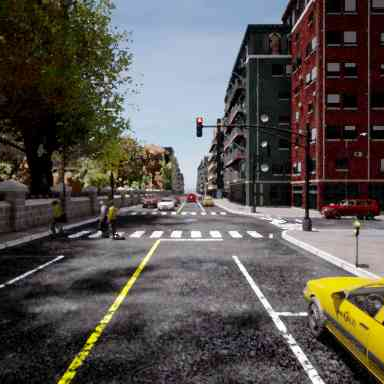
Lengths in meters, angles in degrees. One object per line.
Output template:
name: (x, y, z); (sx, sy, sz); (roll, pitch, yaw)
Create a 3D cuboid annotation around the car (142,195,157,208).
car: (-5.794, 1.324, 47.091); (2.192, 1.841, 5.009); (0, 0, 0)

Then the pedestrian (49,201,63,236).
pedestrian: (-6.932, 1.294, 16.909); (0.375, 1.860, 0.375); (0, 0, 0)

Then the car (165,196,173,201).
car: (-5.876, 1.623, 85.838); (1.802, 1.307, 4.206); (0, 0, 0)

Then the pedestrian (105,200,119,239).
pedestrian: (-3.734, 1.294, 15.636); (0.375, 1.860, 0.375); (0, 0, 0)

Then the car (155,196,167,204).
car: (-5.829, 1.566, 63.697); (1.887, 1.381, 4.507); (0, 0, 0)

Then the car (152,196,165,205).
car: (-5.818, 1.457, 58.162); (1.967, 1.590, 4.097); (0, 0, 0)

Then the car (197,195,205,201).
car: (2.492, 1.592, 91.391); (1.887, 1.381, 4.507); (0, 0, 0)

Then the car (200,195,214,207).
car: (2.574, 1.538, 52.815); (1.752, 1.417, 4.829); (0, 0, 0)

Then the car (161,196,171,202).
car: (-5.852, 1.613, 74.767); (1.802, 1.307, 4.206); (0, 0, 0)

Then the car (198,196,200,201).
car: (2.563, 1.562, 58.180); (1.887, 1.381, 4.507); (0, 0, 0)

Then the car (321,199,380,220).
car: (14.550, 1.591, 30.562); (5.009, 1.841, 2.192); (1, -1, 0)

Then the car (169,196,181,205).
car: (-3.195, 1.498, 62.138); (1.882, 1.535, 5.008); (0, 0, 1)

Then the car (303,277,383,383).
car: (2.680, 1.525, 3.714); (1.752, 1.417, 4.829); (0, 0, 0)

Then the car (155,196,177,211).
car: (-3.156, 1.532, 41.199); (1.812, 1.442, 4.674); (0, 0, -1)

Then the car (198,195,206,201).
car: (2.504, 1.586, 85.856); (1.887, 1.381, 4.507); (0, 0, 0)

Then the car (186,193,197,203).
car: (-0.153, 1.245, 72.450); (2.150, 2.045, 5.566); (0, 0, 0)

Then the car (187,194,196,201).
car: (-0.176, 1.306, 82.811); (2.097, 1.767, 4.553); (0, 0, 0)

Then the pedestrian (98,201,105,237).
pedestrian: (-4.364, 1.294, 16.314); (0.375, 1.860, 0.375); (0, 0, 0)

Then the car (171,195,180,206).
car: (-3.204, 1.560, 51.773); (2.033, 1.411, 5.357); (0, 0, 0)
